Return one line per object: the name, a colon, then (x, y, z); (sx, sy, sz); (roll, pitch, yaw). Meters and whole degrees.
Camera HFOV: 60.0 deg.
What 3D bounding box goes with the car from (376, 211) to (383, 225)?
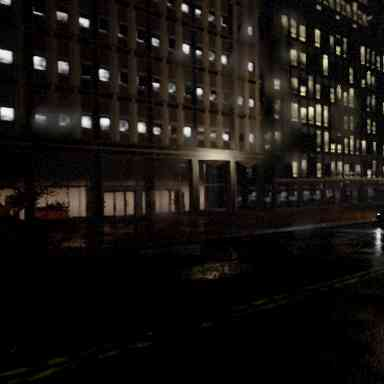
car: (13.912, 1.461, 21.591); (4.718, 1.301, 1.895); (0, 0, -35)
